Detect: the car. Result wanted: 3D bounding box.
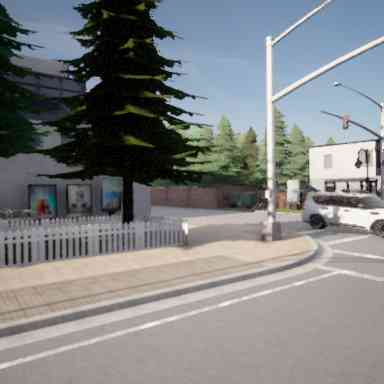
[{"bbox_3d":[8.054,1.058,16.224,2.150,2.045,5.566,-1,2,-34],"label":"car"}]
